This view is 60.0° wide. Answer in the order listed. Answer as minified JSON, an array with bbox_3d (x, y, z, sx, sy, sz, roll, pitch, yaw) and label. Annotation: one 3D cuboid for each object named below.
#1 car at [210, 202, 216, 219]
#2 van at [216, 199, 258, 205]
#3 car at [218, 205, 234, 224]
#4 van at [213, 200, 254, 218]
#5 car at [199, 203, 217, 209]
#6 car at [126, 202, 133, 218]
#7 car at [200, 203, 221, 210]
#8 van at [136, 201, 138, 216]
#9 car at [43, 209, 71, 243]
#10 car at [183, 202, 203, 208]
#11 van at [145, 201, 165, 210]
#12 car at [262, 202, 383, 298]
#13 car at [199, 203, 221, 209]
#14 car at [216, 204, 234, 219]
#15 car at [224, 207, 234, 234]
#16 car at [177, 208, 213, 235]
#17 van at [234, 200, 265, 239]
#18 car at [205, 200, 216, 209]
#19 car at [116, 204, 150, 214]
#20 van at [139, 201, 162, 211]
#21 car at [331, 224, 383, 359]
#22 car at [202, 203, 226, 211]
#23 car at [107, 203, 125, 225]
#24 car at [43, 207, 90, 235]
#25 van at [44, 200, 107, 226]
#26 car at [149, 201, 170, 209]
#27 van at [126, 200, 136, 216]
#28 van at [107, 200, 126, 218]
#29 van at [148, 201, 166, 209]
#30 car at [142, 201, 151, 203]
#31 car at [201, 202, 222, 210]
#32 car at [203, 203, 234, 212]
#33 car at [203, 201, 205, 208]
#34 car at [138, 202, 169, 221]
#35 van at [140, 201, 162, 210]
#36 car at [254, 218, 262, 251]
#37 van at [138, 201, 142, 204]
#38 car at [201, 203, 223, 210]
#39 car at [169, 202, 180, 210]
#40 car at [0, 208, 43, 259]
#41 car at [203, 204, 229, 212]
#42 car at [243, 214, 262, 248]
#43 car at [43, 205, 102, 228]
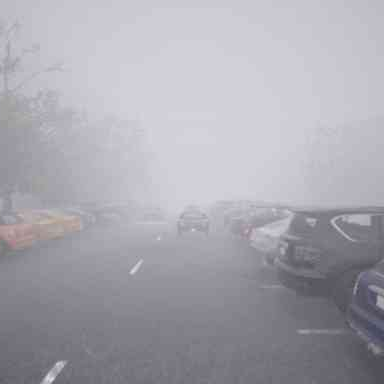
[{"bbox_3d":[4.465,1.980,31.890,4.792,1.488,2.163,0,-1,0],"label":"car"},{"bbox_3d":[4.615,1.682,29.112,4.442,1.987,1.878,0,-1,0],"label":"van"},{"bbox_3d":[4.536,1.853,23.555,4.792,1.488,2.163,0,-1,0],"label":"car"},{"bbox_3d":[4.603,1.868,37.422,4.442,1.987,1.878,0,-2,0],"label":"van"},{"bbox_3d":[4.400,3.942,92.897,4.892,1.521,2.231,0,-2,0],"label":"car"},{"bbox_3d":[-8.591,1.953,32.022,5.008,1.535,2.097,0,-1,0],"label":"car"},{"bbox_3d":[4.433,3.407,79.038,4.892,1.521,2.231,0,-2,0],"label":"car"},{"bbox_3d":[-8.710,1.873,37.548,4.442,1.987,1.878,0,-2,0],"label":"van"},{"bbox_3d":[-8.557,1.698,15.278,5.008,1.535,2.097,0,-1,0],"label":"car"},{"bbox_3d":[0.044,2.159,38.743,1.837,1.490,4.892,0,-2,0],"label":"car"},{"bbox_3d":[-8.541,3.091,76.327,4.442,1.987,1.878,0,-2,0],"label":"van"},{"bbox_3d":[4.559,1.318,6.906,5.566,2.045,2.435,0,-1,0],"label":"car"},{"bbox_3d":[4.604,3.603,84.455,5.366,1.575,1.946,0,-2,0],"label":"car"},{"bbox_3d":[4.500,1.906,26.332,4.674,1.452,2.002,0,-1,0],"label":"car"},{"bbox_3d":[4.509,1.739,18.005,5.008,1.535,2.097,0,-1,0],"label":"car"},{"bbox_3d":[0.070,1.908,21.203,1.895,1.301,4.718,0,-1,0],"label":"car"},{"bbox_3d":[4.402,1.471,15.233,4.442,1.987,1.878,0,-1,0],"label":"van"},{"bbox_3d":[4.462,1.756,34.648,5.566,2.045,2.435,0,-2,0],"label":"car"},{"bbox_3d":[-8.607,2.486,48.616,4.674,1.452,2.002,0,-2,0],"label":"car"},{"bbox_3d":[-8.521,2.827,68.005,4.442,1.987,1.878,0,-2,0],"label":"van"},{"bbox_3d":[4.503,1.405,4.132,4.553,1.767,2.185,0,-1,0],"label":"car"},{"bbox_3d":[4.472,3.080,67.937,4.792,1.488,2.163,0,-2,0],"label":"car"},{"bbox_3d":[-8.393,1.866,26.484,5.366,1.575,1.946,0,-1,0],"label":"car"},{"bbox_3d":[-8.561,1.742,18.173,5.008,1.535,2.097,0,-1,0],"label":"car"},{"bbox_3d":[-8.691,1.601,23.716,4.442,1.987,1.878,0,-1,0],"label":"van"},{"bbox_3d":[-8.698,3.581,90.146,5.566,2.045,2.435,0,-2,0],"label":"car"},{"bbox_3d":[-8.473,1.782,34.646,4.442,1.987,1.878,0,-1,0],"label":"van"},{"bbox_3d":[-8.465,1.685,29.255,4.442,1.987,1.878,0,-1,0],"label":"van"},{"bbox_3d":[-8.778,3.382,84.486,4.442,1.987,1.878,0,-2,0],"label":"van"},{"bbox_3d":[-8.573,2.017,42.962,5.566,2.045,2.435,0,-2,0],"label":"car"},{"bbox_3d":[4.399,3.188,76.264,4.553,1.767,2.185,0,-2,0],"label":"car"},{"bbox_3d":[4.640,2.786,59.614,5.366,1.575,1.946,0,-2,0],"label":"car"},{"bbox_3d":[4.652,2.526,51.290,5.366,1.575,1.946,0,-2,0],"label":"car"},{"bbox_3d":[-3.645,2.027,32.391,2.033,1.411,5.357,0,-1,0],"label":"car"},{"bbox_3d":[-8.758,2.914,70.774,4.442,1.987,1.878,0,-2,0],"label":"van"},{"bbox_3d":[4.497,1.642,9.678,4.792,1.488,2.163,0,-1,0],"label":"car"},{"bbox_3d":[-8.714,1.956,40.191,4.442,1.987,1.878,0,-2,0],"label":"van"},{"bbox_3d":[4.405,3.253,73.488,4.792,1.488,2.163,0,-2,0],"label":"car"},{"bbox_3d":[-3.605,3.316,73.016,1.895,1.301,4.718,0,-2,0],"label":"car"},{"bbox_3d":[-8.526,1.532,12.635,4.553,1.767,2.185,0,-1,0],"label":"car"},{"bbox_3d":[4.480,2.906,62.388,4.792,1.488,2.163,0,-2,0],"label":"car"},{"bbox_3d":[4.520,1.694,12.453,4.674,1.452,2.002,0,-1,0],"label":"car"},{"bbox_3d":[-8.564,1.785,20.943,4.892,1.521,2.231,0,-1,0],"label":"car"}]
